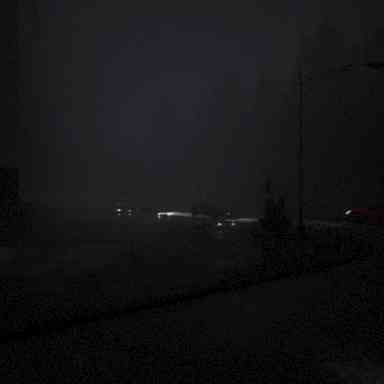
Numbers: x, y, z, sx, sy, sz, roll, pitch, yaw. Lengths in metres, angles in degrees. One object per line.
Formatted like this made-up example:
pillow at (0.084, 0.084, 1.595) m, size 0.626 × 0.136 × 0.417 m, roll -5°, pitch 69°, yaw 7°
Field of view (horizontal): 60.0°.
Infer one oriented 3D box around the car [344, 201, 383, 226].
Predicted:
car at (12.494, 1.352, 21.698) m, size 4.553 × 1.767 × 2.097 m, roll 0°, pitch 0°, yaw 39°

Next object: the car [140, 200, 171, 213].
car at (-4.170, 1.564, 37.481) m, size 1.994 × 1.385 × 4.181 m, roll 0°, pitch 0°, yaw -35°

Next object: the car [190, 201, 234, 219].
car at (1.641, 1.526, 29.400) m, size 1.812 × 1.442 × 4.674 m, roll 0°, pitch 0°, yaw -36°

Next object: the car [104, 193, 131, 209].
car at (-10.413, 1.221, 46.220) m, size 2.150 × 2.045 × 5.566 m, roll 0°, pitch 0°, yaw -35°
